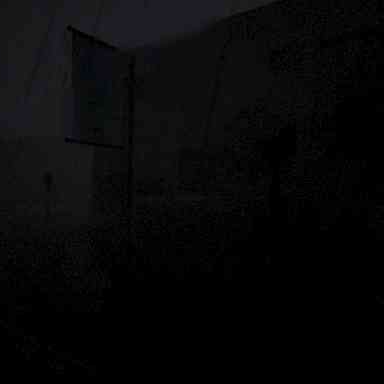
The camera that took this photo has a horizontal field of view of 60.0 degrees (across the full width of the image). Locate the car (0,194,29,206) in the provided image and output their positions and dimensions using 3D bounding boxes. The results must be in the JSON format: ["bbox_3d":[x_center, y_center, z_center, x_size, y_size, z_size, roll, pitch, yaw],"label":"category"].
[{"bbox_3d":[-23.806,1.023,42.702,2.033,1.411,5.357,2,0,32],"label":"car"}]
